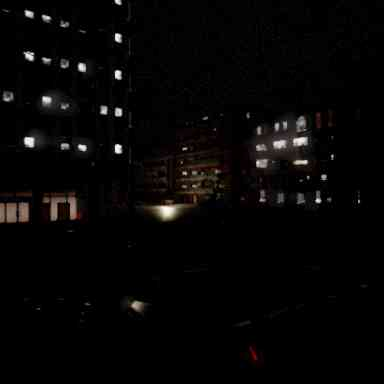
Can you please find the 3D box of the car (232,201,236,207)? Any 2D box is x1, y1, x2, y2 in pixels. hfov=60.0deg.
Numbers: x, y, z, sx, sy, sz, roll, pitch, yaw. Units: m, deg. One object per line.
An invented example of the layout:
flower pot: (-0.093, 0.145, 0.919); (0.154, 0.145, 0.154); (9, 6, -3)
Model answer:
car: (9.614, 2.367, 68.231); (1.967, 1.590, 4.097); (-1, 0, -36)

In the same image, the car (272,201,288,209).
car: (16.211, 2.345, 59.255); (1.802, 1.307, 4.206); (-1, 0, -36)

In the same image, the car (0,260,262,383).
car: (-1.397, 1.565, 2.383); (4.181, 1.385, 1.994); (0, 0, -36)

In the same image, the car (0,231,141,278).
car: (-2.492, 1.444, 4.791); (4.097, 1.590, 1.967); (0, -1, -36)

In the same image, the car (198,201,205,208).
car: (3.974, 2.566, 66.329); (1.895, 1.301, 4.718); (0, -1, -36)

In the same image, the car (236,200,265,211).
car: (9.709, 2.318, 53.669); (1.887, 1.381, 4.507); (-1, 0, -36)

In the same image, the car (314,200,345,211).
car: (21.472, 2.073, 52.075); (1.967, 1.590, 4.097); (-1, 0, -36)

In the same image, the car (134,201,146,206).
car: (-13.510, 2.907, 85.863); (2.008, 1.369, 4.403); (-1, 0, -36)

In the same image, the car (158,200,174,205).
car: (-6.726, 2.776, 90.779); (1.967, 1.590, 4.097); (-1, 0, -36)

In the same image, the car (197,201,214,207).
car: (3.079, 2.672, 77.248); (1.802, 1.307, 4.206); (-1, 0, -36)

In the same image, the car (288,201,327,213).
car: (15.790, 2.171, 45.196); (2.008, 1.369, 4.403); (-1, 0, -36)

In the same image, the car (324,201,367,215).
car: (19.058, 2.090, 40.686); (2.008, 1.369, 4.403); (-1, 0, -36)

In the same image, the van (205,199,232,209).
van: (4.787, 2.238, 60.553); (1.690, 1.788, 3.998); (-1, 0, -36)
